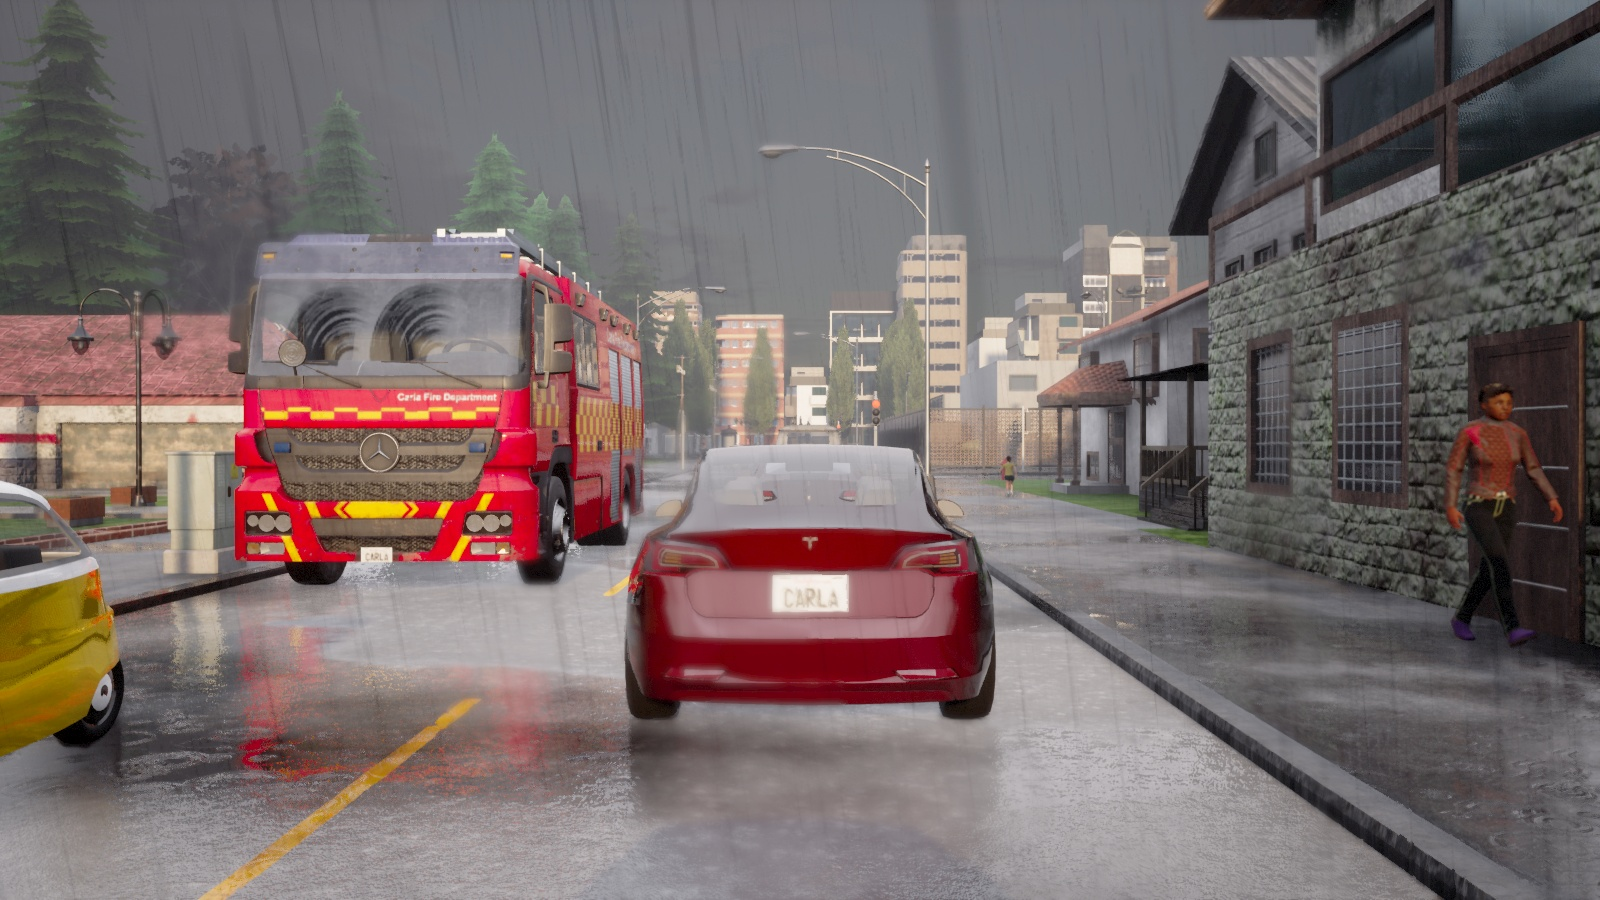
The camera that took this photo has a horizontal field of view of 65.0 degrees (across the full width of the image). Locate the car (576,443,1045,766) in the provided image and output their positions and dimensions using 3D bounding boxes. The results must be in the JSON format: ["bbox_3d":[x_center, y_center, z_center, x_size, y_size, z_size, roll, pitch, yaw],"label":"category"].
[{"bbox_3d":[0.061,0.700,8.198,2.163,1.488,4.792,0,0,0],"label":"car"}]

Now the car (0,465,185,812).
[{"bbox_3d":[-3.954,0.767,5.450,1.481,1.376,2.207,0,0,0],"label":"car"}]

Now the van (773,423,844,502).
[{"bbox_3d":[0.212,0.308,33.971,1.775,1.987,4.442,0,0,0],"label":"van"}]

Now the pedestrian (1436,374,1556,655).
[{"bbox_3d":[4.681,0.412,8.481,0.328,1.805,0.869,0,0,0],"label":"pedestrian"}]

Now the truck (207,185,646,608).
[{"bbox_3d":[-3.897,-0.509,15.604,2.891,3.827,8.468,0,0,0],"label":"truck"}]

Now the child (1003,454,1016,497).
[{"bbox_3d":[5.407,0.657,32.417,0.255,1.110,0.394,0,0,1],"label":"child"}]
